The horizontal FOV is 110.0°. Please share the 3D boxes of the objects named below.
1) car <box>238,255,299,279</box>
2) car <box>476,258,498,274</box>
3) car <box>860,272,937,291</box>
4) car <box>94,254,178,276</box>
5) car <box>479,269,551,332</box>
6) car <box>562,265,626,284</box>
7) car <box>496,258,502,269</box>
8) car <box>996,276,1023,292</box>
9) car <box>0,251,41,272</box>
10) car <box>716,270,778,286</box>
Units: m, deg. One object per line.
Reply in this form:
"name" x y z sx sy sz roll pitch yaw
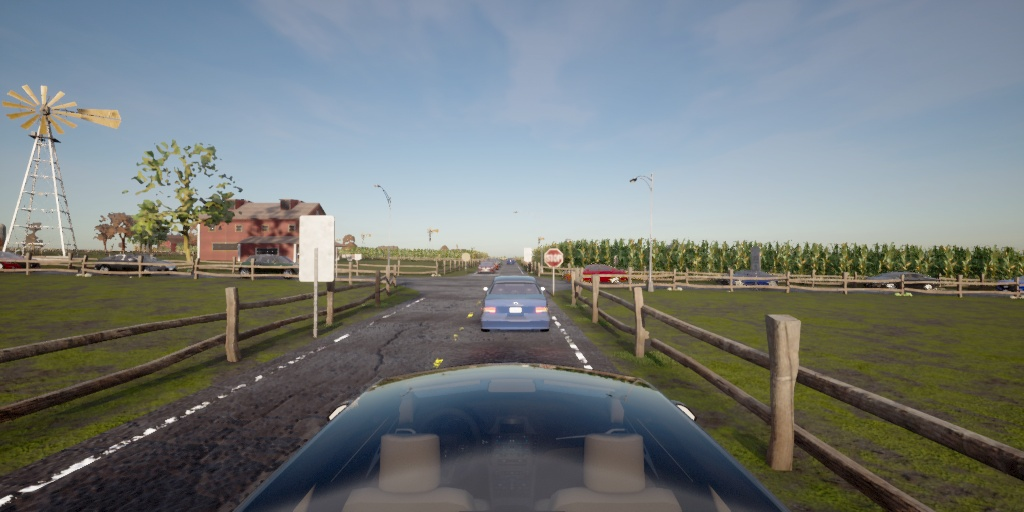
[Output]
"car" -17.110 0.721 26.127 4.553 1.767 2.097 1 -1 0
"car" -2.936 1.296 41.813 1.812 1.442 4.674 0 0 -1
"car" 30.983 2.029 28.819 4.892 1.490 1.837 2 -1 0
"car" -27.320 0.623 26.179 4.902 1.511 2.128 1 -1 0
"car" 0.075 1.300 10.827 2.033 1.411 5.357 0 0 0
"car" 6.589 1.435 28.950 5.008 1.535 1.882 2 -1 0
"car" -2.991 1.133 51.650 2.097 1.767 4.553 0 0 0
"car" 42.095 2.256 28.728 5.008 1.535 1.882 1 -1 1
"car" -37.763 0.370 26.245 5.008 1.535 1.882 1 -1 0
"car" 18.872 1.808 28.886 4.181 1.385 1.994 1 -1 0
